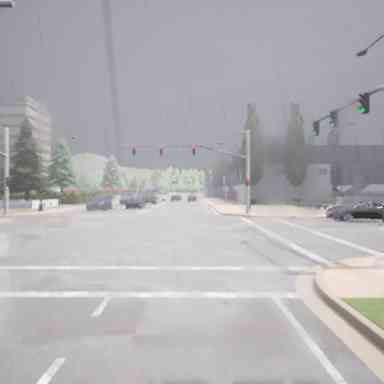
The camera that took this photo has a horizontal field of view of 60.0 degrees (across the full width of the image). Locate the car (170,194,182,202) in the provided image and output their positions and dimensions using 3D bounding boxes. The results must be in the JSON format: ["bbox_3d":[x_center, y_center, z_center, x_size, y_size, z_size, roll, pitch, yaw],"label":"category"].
[{"bbox_3d":[-3.500,1.283,69.624,1.837,1.490,4.892,0,0,0],"label":"car"}]

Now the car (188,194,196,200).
[{"bbox_3d":[0.001,1.172,79.994,1.994,1.385,4.181,0,0,0],"label":"car"}]

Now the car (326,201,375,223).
[{"bbox_3d":[12.506,1.418,24.492,4.902,1.511,2.128,0,0,-1],"label":"car"}]

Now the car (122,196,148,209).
[{"bbox_3d":[-7.084,1.478,41.821,1.895,1.301,4.718,0,0,0],"label":"car"}]

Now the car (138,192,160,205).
[{"bbox_3d":[-7.059,1.060,54.725,2.150,2.045,5.566,0,0,0],"label":"car"}]

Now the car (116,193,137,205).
[{"bbox_3d":[-10.562,1.318,54.358,1.882,1.535,5.008,0,0,0],"label":"car"}]

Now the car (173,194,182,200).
[{"bbox_3d":[-3.499,1.172,79.994,1.994,1.385,4.181,0,0,0],"label":"car"}]

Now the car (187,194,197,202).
[{"bbox_3d":[0.000,1.260,69.624,1.882,1.535,5.008,0,0,0],"label":"car"}]

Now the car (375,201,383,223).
[{"bbox_3d":[14.592,1.293,21.028,4.553,1.767,2.097,0,0,-1],"label":"car"}]

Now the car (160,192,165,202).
[{"bbox_3d":[-7.000,1.014,70.357,2.150,2.045,5.566,0,0,0],"label":"car"}]

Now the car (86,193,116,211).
[{"bbox_3d":[-10.611,1.240,38.344,2.097,1.767,4.553,0,0,1],"label":"car"}]
